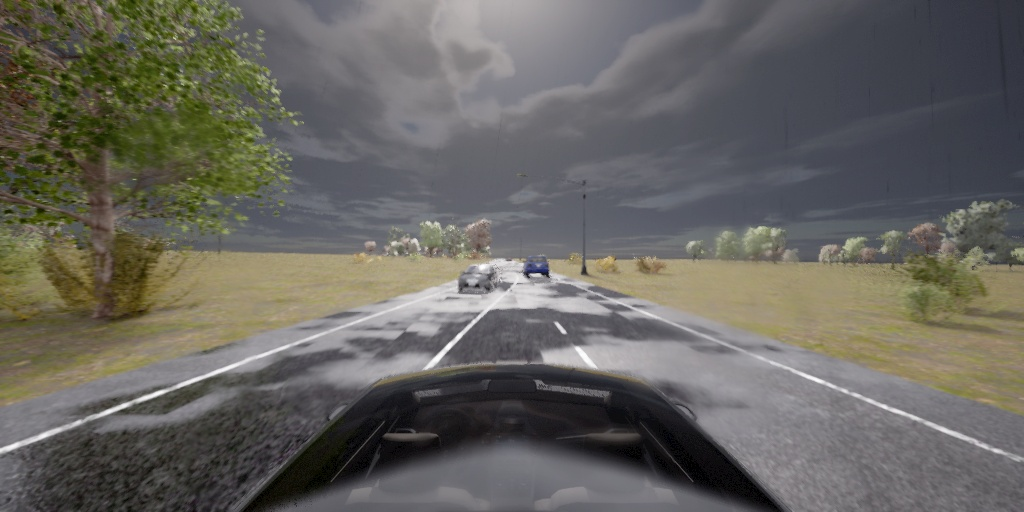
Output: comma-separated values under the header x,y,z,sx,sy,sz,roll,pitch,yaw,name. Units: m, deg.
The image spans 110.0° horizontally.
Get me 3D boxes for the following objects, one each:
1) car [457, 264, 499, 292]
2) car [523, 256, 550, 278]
x,y,z,sx,sy,sz,roll,pitch,yaw,name
-1.922,1.238,21.445,2.128,1.511,4.902,0,0,5,car
2.288,0.999,34.646,2.150,2.045,5.566,0,0,-2,car
